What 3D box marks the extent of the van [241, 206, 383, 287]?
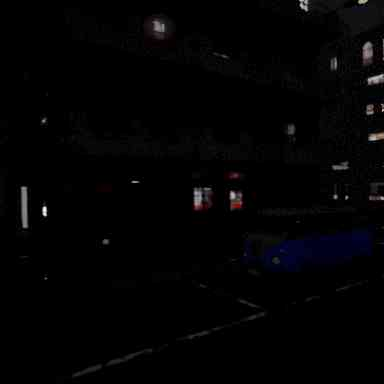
[{"bbox_3d":[3.105,1.276,8.791,3.998,1.788,1.690,-1,0,-35],"label":"van"}]
